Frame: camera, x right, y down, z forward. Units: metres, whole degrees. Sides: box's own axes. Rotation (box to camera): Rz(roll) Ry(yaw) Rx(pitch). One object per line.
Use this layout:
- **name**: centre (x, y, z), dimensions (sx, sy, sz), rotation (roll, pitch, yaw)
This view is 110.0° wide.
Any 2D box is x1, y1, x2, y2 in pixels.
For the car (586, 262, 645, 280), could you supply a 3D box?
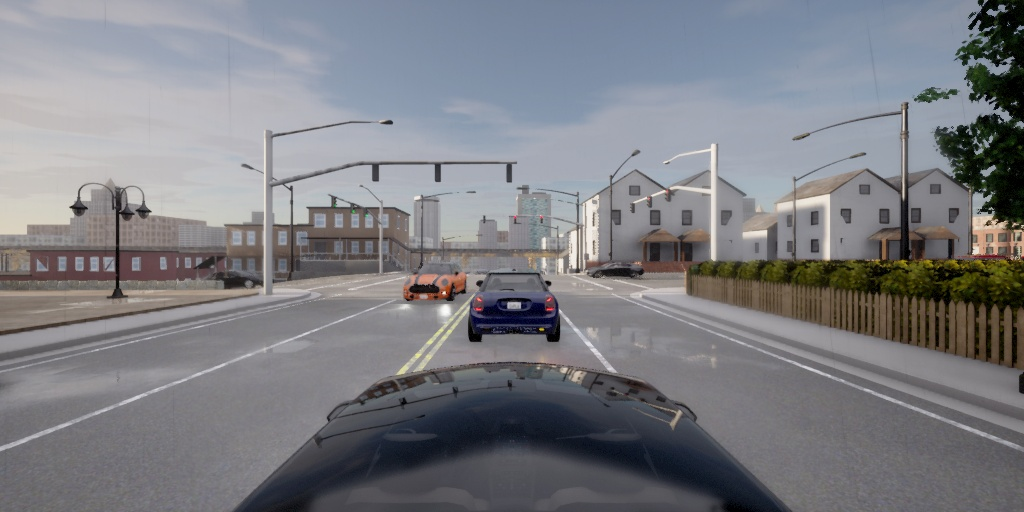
- **car**: centre (8.908, 1.245, 31.087), dimensions (4.902, 1.511, 2.128), rotation (0, 0, 2)

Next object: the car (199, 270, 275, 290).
- **car**: centre (-20.506, 1.789, 26.777), dimensions (4.892, 1.490, 1.837), rotation (-5, 0, -1)

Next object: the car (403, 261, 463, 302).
- **car**: centre (-3.504, 1.103, 17.029), dimensions (2.097, 1.767, 4.553), rotation (0, 0, 3)

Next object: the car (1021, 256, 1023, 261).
- **car**: centre (42.787, 0.971, 27.795), dimensions (5.566, 2.045, 2.150), rotation (0, 0, -1)

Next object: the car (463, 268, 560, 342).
- **car**: centre (0.056, 1.102, 9.967), dimensions (2.097, 1.767, 4.553), rotation (0, 0, 0)

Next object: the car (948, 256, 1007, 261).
- **car**: centre (40.122, 0.974, 31.435), dimensions (5.566, 2.045, 2.150), rotation (0, 0, -1)
